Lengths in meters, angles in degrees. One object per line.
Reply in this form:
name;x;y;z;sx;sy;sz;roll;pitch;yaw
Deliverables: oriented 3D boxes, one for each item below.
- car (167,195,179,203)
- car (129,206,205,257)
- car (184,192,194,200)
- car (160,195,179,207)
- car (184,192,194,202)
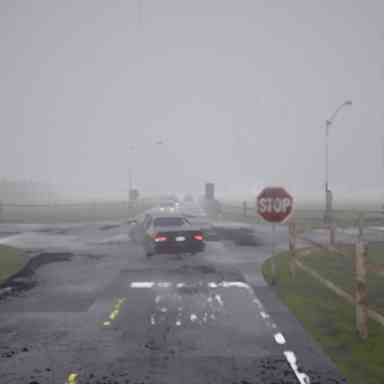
car;-3.358;1.243;60.410;1.837;1.490;4.892;0;0;0
car;-1.155;1.493;12.742;2.033;1.411;5.357;0;0;-18
car;-0.696;0.860;74.590;2.097;1.767;4.553;0;0;-1
car;-3.257;1.355;44.829;2.033;1.411;5.357;0;0;0
car;-0.599;1.267;64.204;2.033;1.411;5.357;0;0;-1
